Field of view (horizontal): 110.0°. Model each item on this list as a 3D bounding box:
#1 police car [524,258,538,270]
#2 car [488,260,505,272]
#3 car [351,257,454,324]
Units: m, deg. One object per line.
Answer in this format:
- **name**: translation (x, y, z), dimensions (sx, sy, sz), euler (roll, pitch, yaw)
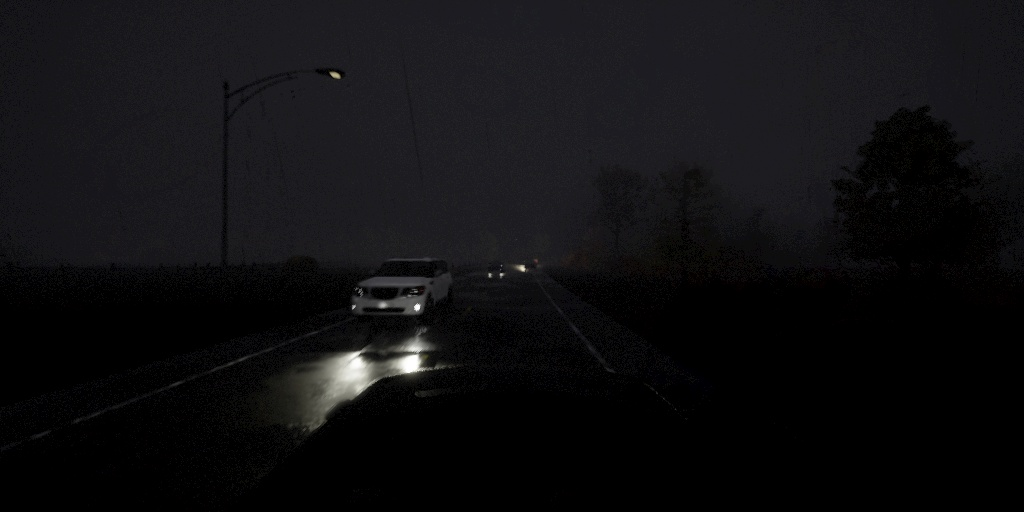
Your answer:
- **police car**: translation (3.149, 1.533, 62.441), dimensions (1.930, 1.638, 5.238), euler (0, 0, 4)
- **car**: translation (-2.166, 1.380, 51.043), dimensions (2.097, 1.767, 4.553), euler (0, 0, 4)
- **car**: translation (-3.495, 1.029, 12.640), dimensions (2.150, 2.045, 5.566), euler (0, -1, 1)
